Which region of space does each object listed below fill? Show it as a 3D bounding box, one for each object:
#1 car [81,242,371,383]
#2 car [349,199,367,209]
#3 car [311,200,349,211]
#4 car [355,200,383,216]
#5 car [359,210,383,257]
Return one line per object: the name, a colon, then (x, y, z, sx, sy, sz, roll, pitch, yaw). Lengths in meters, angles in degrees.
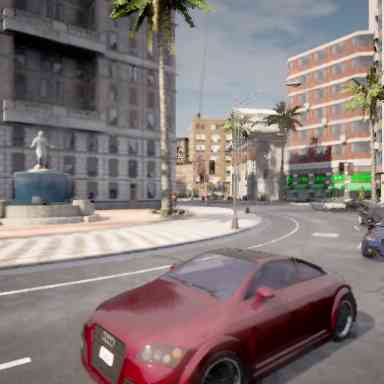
car: (0.620, 1.564, 4.822, 4.181, 1.385, 1.994, 0, 0, -40)
car: (19.866, 1.529, 39.597, 1.812, 1.442, 4.674, 0, 0, -8)
car: (16.299, 1.604, 40.221, 1.895, 1.301, 4.718, 0, 0, -10)
car: (11.840, 1.507, 20.911, 1.837, 1.490, 4.892, 0, 0, 17)
car: (7.475, 1.565, 11.930, 1.994, 1.385, 4.181, 0, 0, 36)
